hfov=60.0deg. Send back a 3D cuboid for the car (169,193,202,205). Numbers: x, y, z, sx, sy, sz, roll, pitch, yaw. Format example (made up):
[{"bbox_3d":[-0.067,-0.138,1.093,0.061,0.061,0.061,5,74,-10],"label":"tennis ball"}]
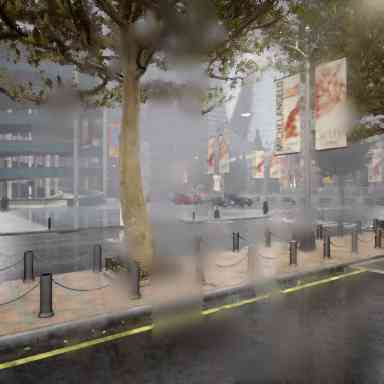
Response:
[{"bbox_3d":[-1.166,1.221,58.722,2.150,2.045,5.566,0,0,-36],"label":"car"}]

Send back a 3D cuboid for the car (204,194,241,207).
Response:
[{"bbox_3d":[4.583,1.492,50.713,2.128,1.511,4.902,0,0,-35],"label":"car"}]

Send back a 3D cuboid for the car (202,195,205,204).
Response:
[{"bbox_3d":[1.494,1.352,60.949,2.097,1.767,4.553,0,0,-37],"label":"car"}]

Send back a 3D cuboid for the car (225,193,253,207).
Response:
[{"bbox_3d":[7.194,1.221,53.084,2.150,2.045,5.566,0,0,-36],"label":"car"}]

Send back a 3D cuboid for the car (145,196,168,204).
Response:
[{"bbox_3d":[-7.684,1.505,66.441,4.892,1.490,1.837,0,0,43],"label":"car"}]
